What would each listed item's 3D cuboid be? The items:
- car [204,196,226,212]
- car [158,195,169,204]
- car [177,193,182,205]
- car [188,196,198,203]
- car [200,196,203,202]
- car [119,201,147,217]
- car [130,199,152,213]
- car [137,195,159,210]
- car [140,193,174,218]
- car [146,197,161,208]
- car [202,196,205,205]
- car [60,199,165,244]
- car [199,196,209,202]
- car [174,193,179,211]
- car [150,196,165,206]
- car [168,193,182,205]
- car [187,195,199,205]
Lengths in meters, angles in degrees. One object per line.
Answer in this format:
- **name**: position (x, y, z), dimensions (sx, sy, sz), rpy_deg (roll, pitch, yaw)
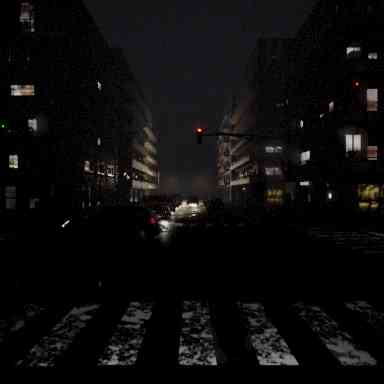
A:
- **car**: position (2.727, 1.448, 37.867), dimensions (1.967, 1.590, 4.097), rpy_deg (0, 0, 0)
- **car**: position (-5.626, 1.464, 66.286), dimensions (1.967, 1.590, 4.097), rpy_deg (0, 0, 0)
- **car**: position (-3.040, 1.366, 49.974), dimensions (2.097, 1.767, 4.553), rpy_deg (0, 0, 0)
- **car**: position (0.118, 1.571, 70.657), dimensions (2.033, 1.411, 5.357), rpy_deg (0, 0, 0)
- **car**: position (2.744, 1.598, 54.914), dimensions (1.802, 1.307, 4.206), rpy_deg (0, 0, 0)
- **car**: position (-5.659, 1.572, 32.190), dimensions (1.947, 1.339, 4.313), rpy_deg (0, 0, 0)
- **car**: position (-5.654, 1.533, 37.703), dimensions (1.752, 1.417, 4.829), rpy_deg (0, 0, 0)
- **car**: position (-5.648, 1.326, 43.556), dimensions (2.192, 1.841, 5.009), rpy_deg (0, 0, 0)
- **car**: position (-3.089, 1.227, 30.163), dimensions (2.150, 2.045, 5.566), rpy_deg (0, 0, 1)
- **car**: position (-5.643, 1.539, 49.068), dimensions (1.752, 1.417, 4.829), rpy_deg (0, 0, 0)
- **car**: position (2.732, 1.451, 43.549), dimensions (1.967, 1.590, 4.097), rpy_deg (0, 0, 0)
- **car**: position (-3.796, 1.392, 15.773), dimensions (4.553, 1.767, 2.097), rpy_deg (-1, 0, 0)
- **car**: position (2.765, 1.584, 77.644), dimensions (2.008, 1.369, 4.403), rpy_deg (0, 0, 0)
- **car**: position (-3.057, 1.361, 40.075), dimensions (2.097, 1.767, 4.553), rpy_deg (0, 0, 0)
- **car**: position (-5.637, 1.457, 54.921), dimensions (1.967, 1.590, 4.097), rpy_deg (0, 0, 0)
- **car**: position (-2.983, 1.242, 60.533), dimensions (2.150, 2.045, 5.566), rpy_deg (0, 0, 1)
- **car**: position (0.162, 1.372, 60.564), dimensions (2.097, 1.767, 4.553), rpy_deg (0, 0, 0)
